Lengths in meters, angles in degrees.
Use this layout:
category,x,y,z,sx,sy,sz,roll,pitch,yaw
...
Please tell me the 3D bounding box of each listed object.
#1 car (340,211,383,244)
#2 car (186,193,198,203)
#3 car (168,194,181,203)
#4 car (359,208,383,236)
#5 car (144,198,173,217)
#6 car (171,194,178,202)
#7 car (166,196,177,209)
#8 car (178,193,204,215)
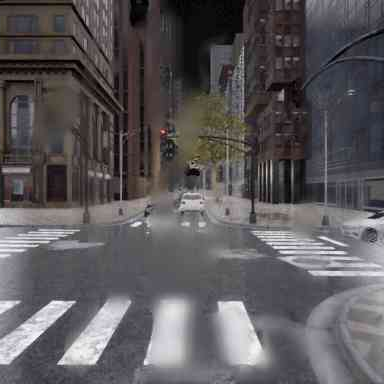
category,x,y,z,sx,sy,sz,roll,pitch,yaw
car,9.479,1.591,15.684,4.674,1.442,1.812,0,0,0
car,0.020,1.033,61.752,2.097,1.767,4.553,0,0,0
car,-3.119,1.192,59.811,2.128,1.511,4.902,0,1,1
car,11.907,1.632,18.342,4.403,1.369,2.008,0,0,0
car,-3.134,1.490,30.286,1.994,1.385,4.181,0,0,0
car,-3.153,1.393,49.415,1.895,1.301,4.718,0,0,0
car,-3.144,1.470,39.078,1.895,1.301,4.718,0,0,0
car,0.036,1.131,33.116,2.150,2.045,5.566,0,0,0
